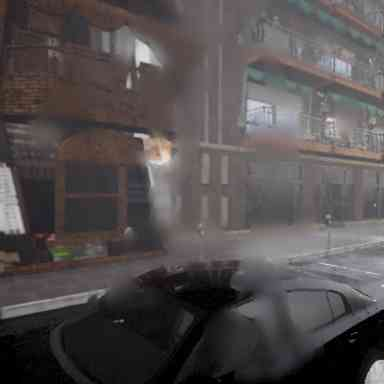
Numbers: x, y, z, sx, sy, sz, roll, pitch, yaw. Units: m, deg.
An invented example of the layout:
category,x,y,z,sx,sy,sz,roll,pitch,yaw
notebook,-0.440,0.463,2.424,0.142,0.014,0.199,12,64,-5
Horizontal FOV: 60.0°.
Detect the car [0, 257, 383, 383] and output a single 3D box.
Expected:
category,x,y,z,sx,sy,sz,roll,pitch,yaw
car,0.066,1.476,3.118,5.008,1.535,1.882,0,0,-35
